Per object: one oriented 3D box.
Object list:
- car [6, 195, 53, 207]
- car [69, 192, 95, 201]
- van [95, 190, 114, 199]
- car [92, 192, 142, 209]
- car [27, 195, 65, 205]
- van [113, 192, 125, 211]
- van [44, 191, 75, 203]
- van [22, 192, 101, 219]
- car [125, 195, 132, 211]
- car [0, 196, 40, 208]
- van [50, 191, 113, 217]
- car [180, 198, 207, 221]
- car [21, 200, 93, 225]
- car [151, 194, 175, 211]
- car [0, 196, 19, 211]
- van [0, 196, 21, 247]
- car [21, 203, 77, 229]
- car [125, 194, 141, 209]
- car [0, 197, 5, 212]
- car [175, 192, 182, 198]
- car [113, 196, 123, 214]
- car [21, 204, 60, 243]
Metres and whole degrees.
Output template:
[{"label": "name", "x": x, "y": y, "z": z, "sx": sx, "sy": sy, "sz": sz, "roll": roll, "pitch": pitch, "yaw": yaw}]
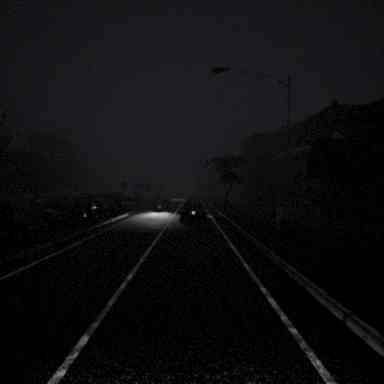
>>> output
[{"label": "car", "x": -21.889, "y": 1.201, "z": 44.864, "sx": 5.366, "sy": 1.575, "sz": 1.946, "roll": 0, "pitch": 1, "yaw": 0}, {"label": "car", "x": -22.139, "y": 0.868, "z": 67.067, "sx": 4.553, "sy": 1.767, "sz": 2.185, "roll": 0, "pitch": 1, "yaw": 0}, {"label": "van", "x": -22.014, "y": 0.618, "z": 83.716, "sx": 4.442, "sy": 1.987, "sz": 1.878, "roll": 0, "pitch": 1, "yaw": 0}, {"label": "car", "x": -8.960, "y": 0.995, "z": 40.200, "sx": 5.566, "sy": 2.045, "sz": 2.435, "roll": 0, "pitch": 1, "yaw": 0}, {"label": "car", "x": -22.054, "y": 1.180, "z": 50.416, "sx": 4.792, "sy": 1.488, "sz": 2.163, "roll": 0, "pitch": 1, "yaw": 0}, {"label": "van", "x": -9.093, "y": 1.102, "z": 31.790, "sx": 4.442, "sy": 1.987, "sz": 1.878, "roll": 0, "pitch": 1, "yaw": 0}, {"label": "van", "x": -22.208, "y": 0.872, "z": 55.963, "sx": 4.442, "sy": 1.987, "sz": 1.878, "roll": 0, "pitch": 1, "yaw": 0}, {"label": "van", "x": -9.081, "y": 1.176, "z": 23.379, "sx": 4.442, "sy": 1.987, "sz": 1.878, "roll": 0, "pitch": 0, "yaw": 0}, {"label": "car", "x": -8.983, "y": 1.341, "z": 34.596, "sx": 4.674, "sy": 1.452, "sz": 2.002, "roll": 0, "pitch": 1, "yaw": 0}, {"label": "car", "x": -22.100, "y": 1.260, "z": 42.089, "sx": 4.792, "sy": 1.488, "sz": 2.163, "roll": 0, "pitch": 1, "yaw": 0}, {"label": "van", "x": -8.852, "y": 1.154, "z": 26.180, "sx": 4.442, "sy": 1.987, "sz": 1.878, "roll": 0, "pitch": 1, "yaw": 0}, {"label": "car", "x": 0.098, "y": 1.438, "z": 25.546, "sx": 1.994, "sy": 1.385, "sz": 4.181, "roll": 0, "pitch": 0, "yaw": 0}, {"label": "car", "x": -8.990, "y": 1.454, "z": 20.578, "sx": 4.792, "sy": 1.488, "sz": 2.163, "roll": 0, "pitch": 0, "yaw": 0}, {"label": "car", "x": -3.346, "y": 1.282, "z": 36.627, "sx": 2.128, "sy": 1.511, "sz": 4.902, "roll": 0, "pitch": 0, "yaw": 0}, {"label": "car", "x": -22.068, "y": 1.284, "z": 36.538, "sx": 5.008, "sy": 1.535, "sz": 2.097, "roll": 0, "pitch": 1, "yaw": 0}, {"label": "van", "x": -9.065, "y": 1.237, "z": 12.158, "sx": 4.442, "sy": 1.987, "sz": 1.878, "roll": 0, "pitch": 0, "yaw": 0}, {"label": "car", "x": -8.954, "y": 1.479, "z": 17.770, "sx": 4.674, "sy": 1.452, "sz": 2.002, "roll": 0, "pitch": 0, "yaw": 0}, {"label": "car", "x": -8.799, "y": 1.271, "z": 37.399, "sx": 5.366, "sy": 1.575, "sz": 1.946, "roll": 0, "pitch": 1, "yaw": 0}, {"label": "car", "x": -22.064, "y": 1.311, "z": 33.762, "sx": 5.008, "sy": 1.535, "sz": 2.097, "roll": 0, "pitch": 1, "yaw": 0}, {"label": "car", "x": -3.257, "y": 0.763, "z": 78.315, "sx": 1.895, "sy": 1.301, "sz": 4.718, "roll": 0, "pitch": 1, "yaw": 0}, {"label": "car", "x": -8.967, "y": 1.354, "z": 28.989, "sx": 5.008, "sy": 1.535, "sz": 2.097, "roll": 0, "pitch": 1, "yaw": 0}, {"label": "car", "x": -8.958, "y": 1.452, "z": 14.967, "sx": 4.892, "sy": 1.521, "sz": 2.231, "roll": 0, "pitch": 0, "yaw": 0}]
